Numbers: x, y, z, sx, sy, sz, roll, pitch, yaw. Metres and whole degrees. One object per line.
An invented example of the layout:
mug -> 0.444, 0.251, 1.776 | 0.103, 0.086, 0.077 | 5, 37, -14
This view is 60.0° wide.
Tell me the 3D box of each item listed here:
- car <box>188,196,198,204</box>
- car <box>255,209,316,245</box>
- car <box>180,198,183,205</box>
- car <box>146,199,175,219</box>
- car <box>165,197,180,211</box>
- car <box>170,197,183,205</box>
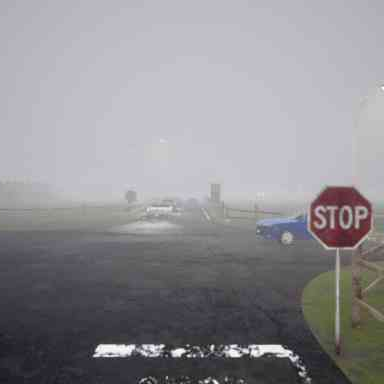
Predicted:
car -> 0.188, 1.465, 61.686 | 1.882, 1.535, 5.008 | 0, 0, 0
car -> 5.415, 1.523, 15.458 | 5.008, 1.535, 1.882 | 1, 0, -13
car -> -2.736, 1.555, 48.677 | 1.994, 1.385, 4.181 | 0, 0, 1
car -> -2.826, 1.596, 29.386 | 1.895, 1.301, 4.718 | 0, 0, 1
car -> -2.771, 1.471, 38.869 | 1.882, 1.535, 5.008 | 0, 0, 0
car -> -2.684, 1.553, 58.688 | 1.994, 1.385, 4.181 | 0, 0, 0
